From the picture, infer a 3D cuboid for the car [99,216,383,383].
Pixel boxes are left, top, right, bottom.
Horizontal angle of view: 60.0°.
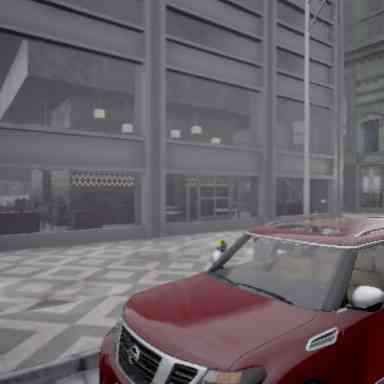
[{"bbox_3d":[1.526,1.296,4.036,5.009,1.841,2.192,0,0,-35],"label":"car"}]
